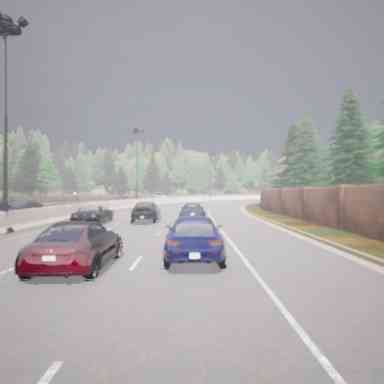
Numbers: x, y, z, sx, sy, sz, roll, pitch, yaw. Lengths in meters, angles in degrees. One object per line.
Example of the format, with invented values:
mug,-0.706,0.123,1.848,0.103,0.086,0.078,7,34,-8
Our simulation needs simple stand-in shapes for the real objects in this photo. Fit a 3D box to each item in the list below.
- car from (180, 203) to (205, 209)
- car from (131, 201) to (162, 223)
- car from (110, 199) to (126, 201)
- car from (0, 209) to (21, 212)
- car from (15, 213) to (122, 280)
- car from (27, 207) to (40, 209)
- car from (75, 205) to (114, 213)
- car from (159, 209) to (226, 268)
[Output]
car,0.044,1.546,26.147,1.994,1.385,4.181,0,0,0
car,-3.456,1.492,25.438,1.837,1.490,4.892,0,0,0
car,-14.697,1.469,67.242,1.837,1.490,4.892,0,0,17
car,-14.126,1.480,23.134,1.882,1.535,5.008,0,0,0
car,-3.427,1.561,9.980,1.994,1.385,4.181,0,0,0
car,-17.469,1.546,34.671,2.033,1.411,5.357,0,0,2
car,-6.955,1.593,23.798,1.895,1.301,4.718,0,0,0
car,0.063,1.518,11.082,1.812,1.442,4.674,0,0,0
